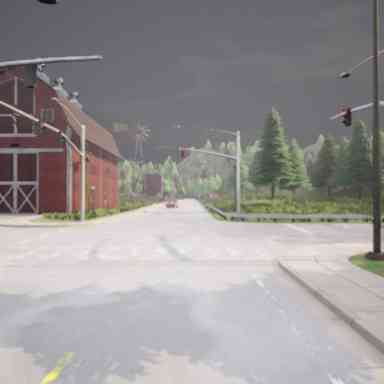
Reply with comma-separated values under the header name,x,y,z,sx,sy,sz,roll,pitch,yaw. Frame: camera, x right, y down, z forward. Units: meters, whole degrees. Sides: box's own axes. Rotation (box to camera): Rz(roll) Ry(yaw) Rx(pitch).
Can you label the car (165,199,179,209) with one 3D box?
name,x,y,z,sx,sy,sz,roll,pitch,yaw
car,-3.472,1.990,58.298,2.097,1.767,4.553,0,-1,0
